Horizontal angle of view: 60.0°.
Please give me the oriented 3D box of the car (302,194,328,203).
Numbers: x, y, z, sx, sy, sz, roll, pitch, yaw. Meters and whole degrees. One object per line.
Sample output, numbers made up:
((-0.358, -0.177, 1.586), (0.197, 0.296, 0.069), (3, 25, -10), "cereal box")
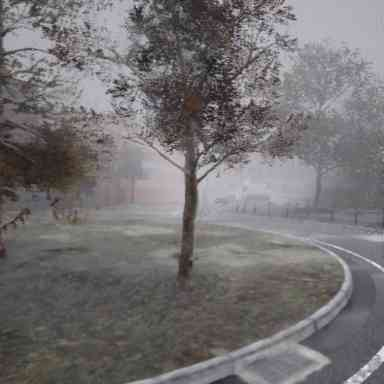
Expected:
((27.143, 1.586, 72.378), (4.553, 1.767, 2.185), (1, 1, 10), "car")

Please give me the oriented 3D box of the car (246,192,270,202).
((15.306, 1.203, 77.326), (5.566, 2.045, 2.435), (1, 0, 10), "car")

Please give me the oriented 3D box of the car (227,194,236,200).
((9.800, 1.266, 82.087), (1.812, 1.442, 4.674), (1, 0, 11), "car")

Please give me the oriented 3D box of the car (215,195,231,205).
((5.112, 1.482, 57.606), (1.895, 1.301, 4.718), (1, 0, 11), "car")

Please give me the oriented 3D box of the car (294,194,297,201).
((29.728, 1.739, 86.266), (4.892, 1.521, 2.231), (1, 0, 10), "car")

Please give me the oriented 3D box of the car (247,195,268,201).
((16.337, 1.464, 82.883), (5.008, 1.535, 2.097), (1, 0, 10), "car")

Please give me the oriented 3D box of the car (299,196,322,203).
((28.730, 1.735, 80.709), (4.892, 1.521, 2.231), (1, 0, 10), "car")

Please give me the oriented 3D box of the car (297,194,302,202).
((28.217, 1.478, 78.058), (5.566, 2.045, 2.435), (1, 0, 10), "car")

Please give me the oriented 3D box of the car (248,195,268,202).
((15.832, 1.500, 80.101), (4.674, 1.452, 2.002), (1, 0, 10), "car")

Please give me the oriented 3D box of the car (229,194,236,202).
((7.786, 1.449, 71.700), (2.033, 1.411, 5.357), (1, 0, 11), "car")

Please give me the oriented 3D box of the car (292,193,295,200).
((30.234, 1.739, 89.045), (5.008, 1.535, 2.097), (1, 0, 10), "car")
